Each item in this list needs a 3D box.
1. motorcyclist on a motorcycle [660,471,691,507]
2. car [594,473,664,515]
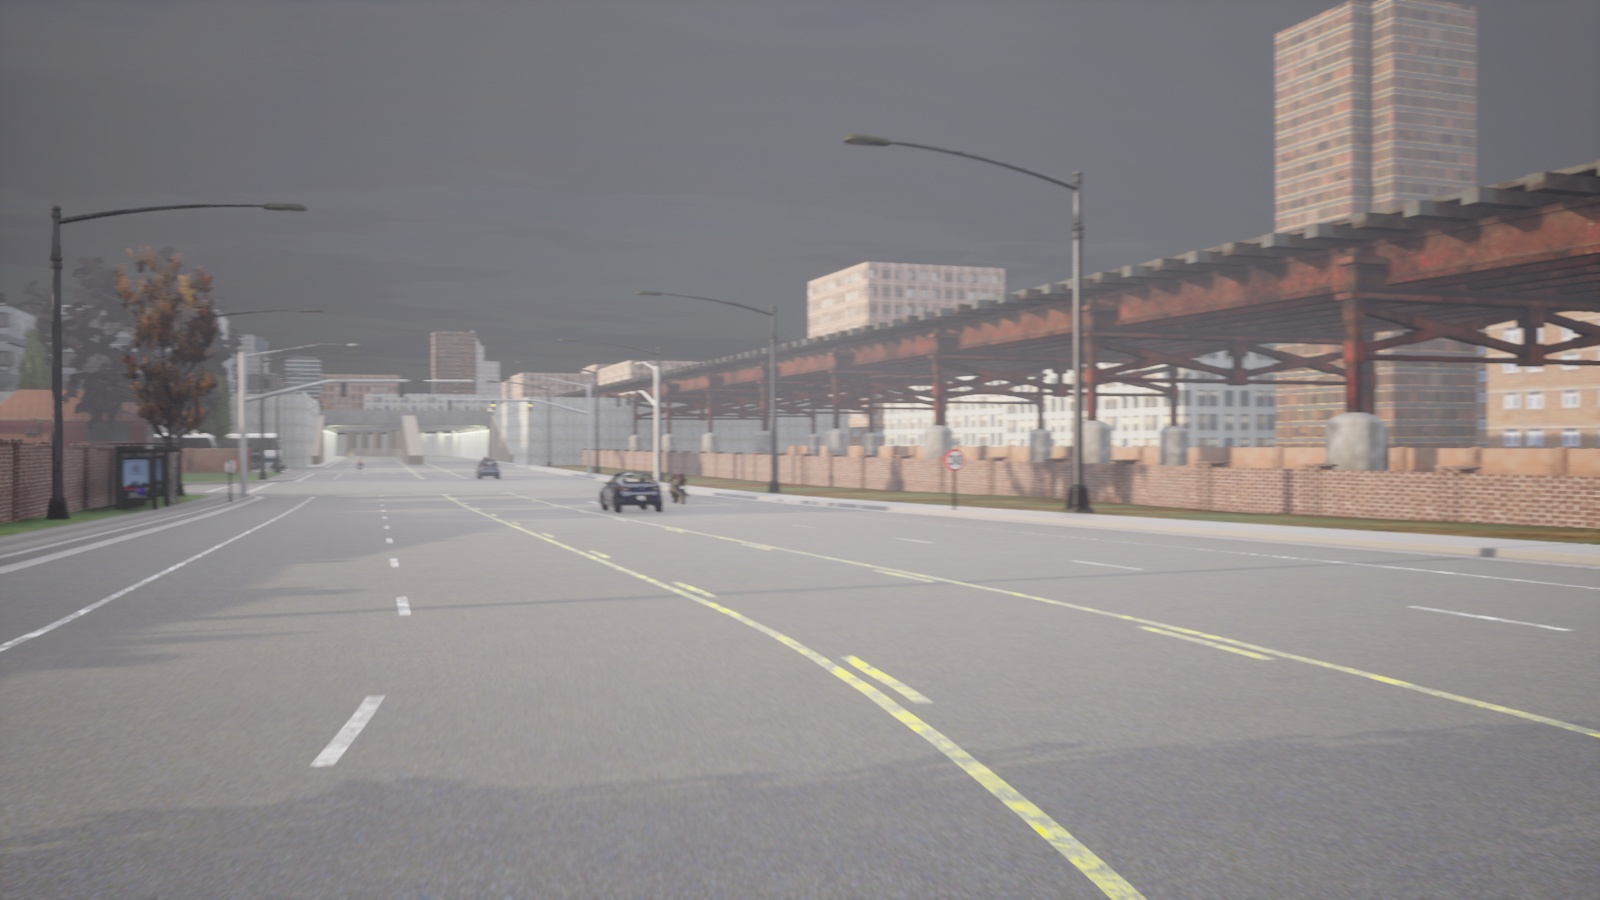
[{"bbox_3d":[-5.454,1.692,55.033,0.866,1.530,2.191,-1,-1,-19],"label":"motorcyclist on a motorcycle"},{"bbox_3d":[-6.451,1.603,47.089,1.816,1.474,4.193,-1,-1,-19],"label":"car"}]
